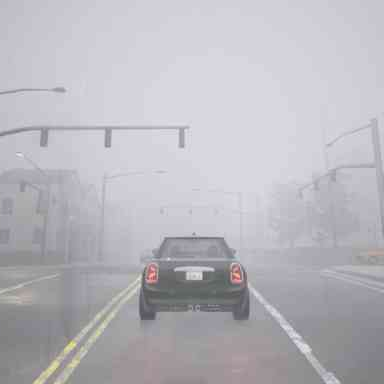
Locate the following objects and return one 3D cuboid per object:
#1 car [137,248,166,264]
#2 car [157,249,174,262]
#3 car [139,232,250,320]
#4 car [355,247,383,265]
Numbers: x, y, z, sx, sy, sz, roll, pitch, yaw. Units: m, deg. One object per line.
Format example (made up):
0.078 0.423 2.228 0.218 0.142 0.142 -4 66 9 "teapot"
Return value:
-3.674 6.018 31.054 2.033 1.411 5.357 0 -12 0 "car"
-3.716 9.143 47.645 2.097 1.767 4.553 0 -11 0 "car"
0.050 1.805 8.214 2.097 1.767 4.553 0 -7 0 "car"
16.428 5.356 28.071 5.008 1.535 1.882 0 -11 1 "car"
